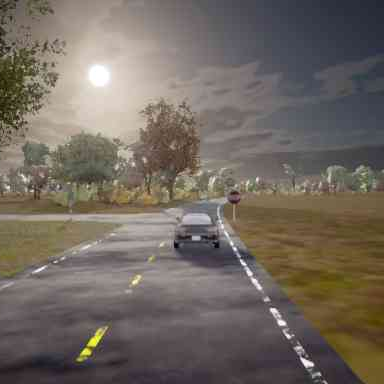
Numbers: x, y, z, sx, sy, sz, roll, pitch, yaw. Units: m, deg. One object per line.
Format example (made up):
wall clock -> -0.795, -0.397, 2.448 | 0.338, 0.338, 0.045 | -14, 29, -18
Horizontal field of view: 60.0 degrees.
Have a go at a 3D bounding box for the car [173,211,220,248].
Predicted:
car -> 0.226, 1.534, 14.559 | 1.812, 1.442, 4.674 | 0, 0, 2

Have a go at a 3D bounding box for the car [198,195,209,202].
car -> 2.738, 1.472, 74.743 | 1.812, 1.442, 4.674 | 0, 0, 9
